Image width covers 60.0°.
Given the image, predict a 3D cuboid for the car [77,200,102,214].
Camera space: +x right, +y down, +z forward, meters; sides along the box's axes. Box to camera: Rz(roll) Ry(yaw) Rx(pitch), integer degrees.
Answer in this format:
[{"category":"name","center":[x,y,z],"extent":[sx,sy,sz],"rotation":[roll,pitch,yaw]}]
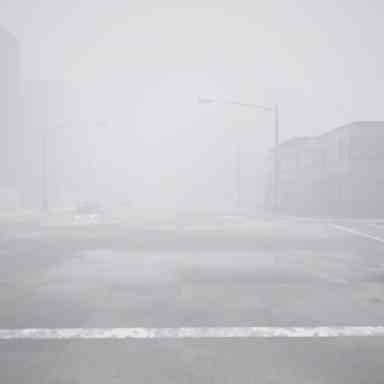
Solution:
[{"category":"car","center":[-11.705,1.702,38.236],"extent":[1.882,1.535,5.008],"rotation":[0,-1,-2]}]

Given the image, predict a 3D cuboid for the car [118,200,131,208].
[{"category":"car","center":[-12.695,2.193,63.108],"extent":[1.994,1.385,4.181],"rotation":[0,-1,-2]}]
